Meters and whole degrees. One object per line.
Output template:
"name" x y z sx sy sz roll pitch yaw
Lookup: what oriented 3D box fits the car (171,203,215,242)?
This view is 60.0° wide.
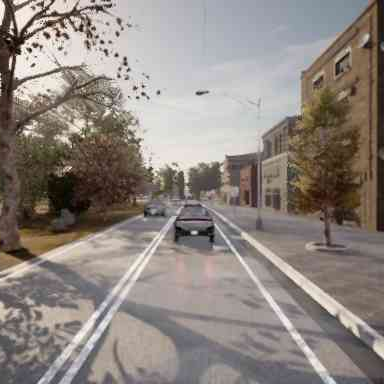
"car" 0.100 1.497 16.451 2.128 1.511 4.902 0 0 0

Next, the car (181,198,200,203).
"car" 0.069 1.592 34.646 1.882 1.535 5.008 0 -1 0

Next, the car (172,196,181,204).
"car" -3.446 1.910 71.655 2.150 2.045 5.566 0 -1 0

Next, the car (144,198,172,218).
"car" -3.369 1.575 31.253 2.128 1.511 4.902 0 0 0
